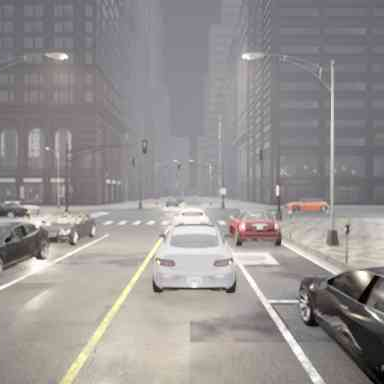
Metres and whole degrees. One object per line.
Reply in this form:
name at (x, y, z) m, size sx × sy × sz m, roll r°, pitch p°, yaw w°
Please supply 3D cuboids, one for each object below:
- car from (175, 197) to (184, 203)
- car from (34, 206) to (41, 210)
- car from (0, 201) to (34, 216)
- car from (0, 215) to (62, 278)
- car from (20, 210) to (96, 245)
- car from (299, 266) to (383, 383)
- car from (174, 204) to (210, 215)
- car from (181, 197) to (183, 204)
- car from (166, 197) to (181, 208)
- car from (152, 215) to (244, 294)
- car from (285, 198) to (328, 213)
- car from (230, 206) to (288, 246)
car at (-3.035, 1.862, 80.480) m, size 1.895 × 1.301 × 4.718 m, roll 0°, pitch 0°, yaw 0°
car at (-17.625, 1.668, 33.555) m, size 4.674 × 1.442 × 1.812 m, roll 0°, pitch 0°, yaw 3°
car at (-17.619, 1.627, 30.302) m, size 5.008 × 1.535 × 1.882 m, roll 0°, pitch 0°, yaw -1°
car at (-5.758, 1.592, 9.826) m, size 1.947 × 1.339 × 4.313 m, roll 0°, pitch 0°, yaw 0°
car at (-5.755, 1.592, 15.463) m, size 2.008 × 1.369 × 4.403 m, roll 0°, pitch 0°, yaw 0°
car at (2.764, 1.577, 4.188) m, size 1.947 × 1.339 × 4.313 m, roll 0°, pitch 0°, yaw 0°
car at (0.012, 1.574, 17.899) m, size 1.812 × 1.442 × 4.674 m, roll 0°, pitch 0°, yaw 0°
car at (-2.996, 1.724, 68.788) m, size 1.837 × 1.490 × 4.892 m, roll 0°, pitch -1°, yaw 0°
car at (-3.014, 1.681, 51.750) m, size 1.812 × 1.442 × 4.674 m, roll 0°, pitch 0°, yaw 0°
car at (0.068, 1.549, 8.738) m, size 1.812 × 1.442 × 4.674 m, roll 0°, pitch 0°, yaw 1°
car at (12.640, 1.412, 37.041) m, size 4.553 × 1.767 × 2.097 m, roll 0°, pitch 0°, yaw -1°
car at (2.769, 1.482, 15.460) m, size 1.967 × 1.590 × 4.097 m, roll 0°, pitch 0°, yaw 0°
